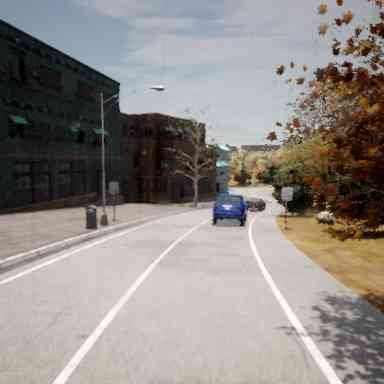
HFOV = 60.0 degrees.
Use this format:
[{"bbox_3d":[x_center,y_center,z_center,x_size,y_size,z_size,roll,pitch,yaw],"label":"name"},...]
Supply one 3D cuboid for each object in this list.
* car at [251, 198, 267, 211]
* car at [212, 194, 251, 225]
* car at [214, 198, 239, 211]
[{"bbox_3d":[8.150,1.542,41.747,1.837,1.490,4.892,2,0,21],"label":"car"},{"bbox_3d":[2.844,1.175,24.103,2.150,2.045,5.566,1,0,12],"label":"car"},{"bbox_3d":[4.327,1.469,41.327,1.994,1.385,4.181,2,0,20],"label":"car"}]
